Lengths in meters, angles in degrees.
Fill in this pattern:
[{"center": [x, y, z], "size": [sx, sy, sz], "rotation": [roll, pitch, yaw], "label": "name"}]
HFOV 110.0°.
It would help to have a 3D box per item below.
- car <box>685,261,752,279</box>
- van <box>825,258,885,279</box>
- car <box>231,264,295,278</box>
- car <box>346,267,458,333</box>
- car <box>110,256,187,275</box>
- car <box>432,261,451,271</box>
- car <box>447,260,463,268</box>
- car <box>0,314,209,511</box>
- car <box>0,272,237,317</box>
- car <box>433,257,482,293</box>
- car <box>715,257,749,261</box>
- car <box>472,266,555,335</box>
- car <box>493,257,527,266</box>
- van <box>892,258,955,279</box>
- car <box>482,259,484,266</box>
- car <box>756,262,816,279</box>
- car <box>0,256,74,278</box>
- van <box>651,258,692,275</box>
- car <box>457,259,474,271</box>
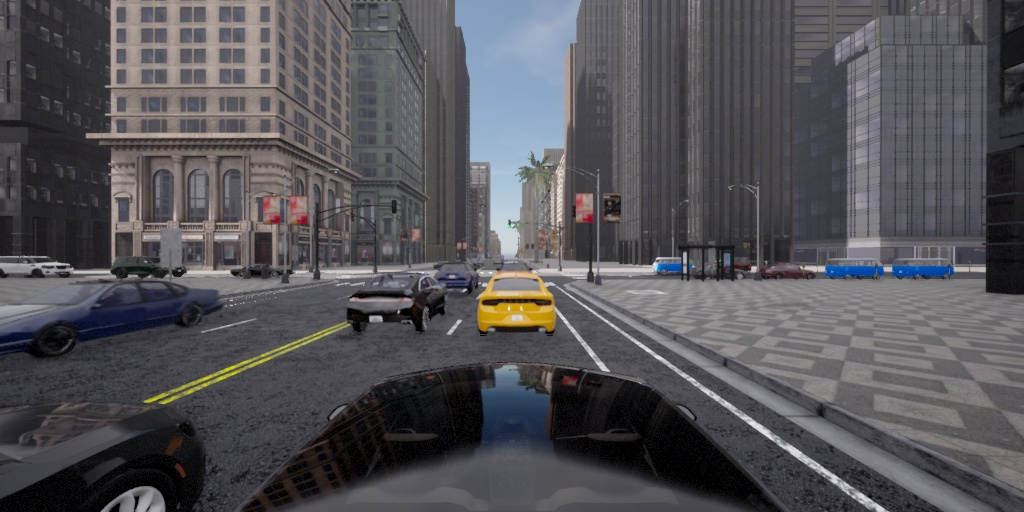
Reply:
[{"center": [17.113, 1.297, 29.815], "size": [4.403, 1.370, 2.007], "rotation": [0, 0, 0], "label": "car"}, {"center": [28.468, 1.081, 29.801], "size": [3.998, 1.789, 1.690], "rotation": [0, 0, 0], "label": "van"}, {"center": [-22.542, 1.373, 32.571], "size": [4.718, 1.301, 1.895], "rotation": [0, 0, 0], "label": "car"}, {"center": [-3.138, 1.241, 10.730], "size": [2.128, 1.511, 4.902], "rotation": [0, 0, 0], "label": "car"}, {"center": [-33.015, 1.005, 32.641], "size": [5.566, 2.045, 2.150], "rotation": [0, 0, 0], "label": "car"}, {"center": [-9.775, 1.350, 49.975], "size": [1.895, 1.301, 4.718], "rotation": [0, 0, -2], "label": "car"}, {"center": [-9.735, 1.350, 61.535], "size": [1.895, 1.301, 4.718], "rotation": [0, 0, 0], "label": "car"}, {"center": [-3.152, 1.255, 0.595], "size": [1.837, 1.490, 4.892], "rotation": [0, 0, 0], "label": "car"}, {"center": [-9.840, 1.297, 8.710], "size": [2.033, 1.411, 5.357], "rotation": [0, 0, 0], "label": "car"}, {"center": [-3.121, 1.100, 20.842], "size": [2.097, 1.767, 4.553], "rotation": [0, 0, 0], "label": "car"}, {"center": [22.799, 1.033, 38.333], "size": [5.009, 1.841, 2.192], "rotation": [0, 0, 0], "label": "car"}, {"center": [0.110, 1.227, 10.513], "size": [1.882, 1.535, 5.008], "rotation": [0, 0, 0], "label": "car"}, {"center": [0.129, 1.100, 20.880], "size": [2.097, 1.767, 4.553], "rotation": [0, 0, 0], "label": "car"}, {"center": [34.145, 1.078, 29.795], "size": [3.998, 1.789, 1.690], "rotation": [0, 0, 0], "label": "van"}, {"center": [-6.490, 1.101, 60.402], "size": [2.097, 1.767, 4.553], "rotation": [0, 0, 1], "label": "car"}, {"center": [22.791, 1.325, 29.808], "size": [4.207, 1.307, 1.802], "rotation": [0, 0, 0], "label": "car"}, {"center": [-43.722, 1.017, 32.715], "size": [5.566, 2.045, 2.150], "rotation": [0, 0, 0], "label": "car"}, {"center": [17.122, 1.063, 38.340], "size": [3.998, 1.789, 1.690], "rotation": [0, 0, 0], "label": "van"}, {"center": [-6.529, 1.254, 50.657], "size": [1.837, 1.490, 4.892], "rotation": [0, 0, -1], "label": "car"}]
